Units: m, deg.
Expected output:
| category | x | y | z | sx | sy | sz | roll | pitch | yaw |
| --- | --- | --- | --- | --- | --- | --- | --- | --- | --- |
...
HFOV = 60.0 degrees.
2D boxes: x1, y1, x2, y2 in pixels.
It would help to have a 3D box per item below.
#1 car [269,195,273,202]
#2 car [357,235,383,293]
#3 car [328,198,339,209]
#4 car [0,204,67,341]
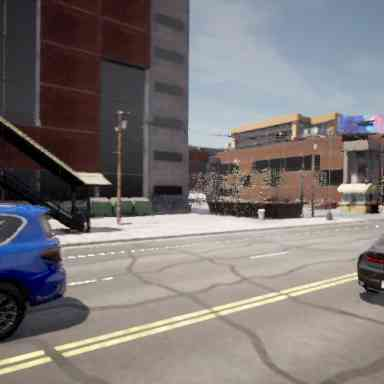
| category | x | y | z | sx | sy | sz | roll | pitch | yaw |
| --- | --- | --- | --- | --- | --- | --- | --- | --- | --- |
| car | 18.674 | 1.848 | 79.223 | 5.566 | 2.045 | 2.435 | 1 | 0 | -36 |
| car | 5.838 | 1.599 | 7.910 | 4.892 | 1.490 | 1.837 | 0 | 0 | -35 |
| car | 19.771 | 1.707 | 49.295 | 4.553 | 1.767 | 2.185 | 1 | 0 | -36 |
| car | -4.784 | 1.210 | 4.868 | 5.566 | 2.045 | 2.150 | 1 | 0 | -35 |
